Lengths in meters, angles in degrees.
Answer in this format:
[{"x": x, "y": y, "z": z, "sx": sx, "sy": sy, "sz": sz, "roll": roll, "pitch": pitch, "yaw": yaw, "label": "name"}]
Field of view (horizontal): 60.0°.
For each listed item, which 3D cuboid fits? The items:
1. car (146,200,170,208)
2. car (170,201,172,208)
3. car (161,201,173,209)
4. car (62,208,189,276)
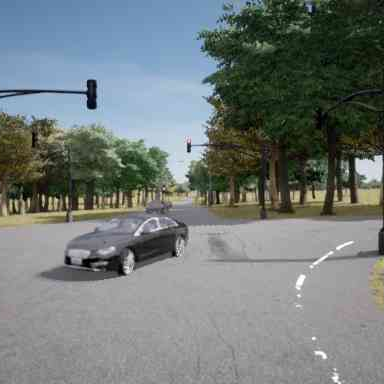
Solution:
[{"x": -4.172, "y": 1.733, "z": 39.448, "sx": 2.097, "sy": 1.767, "sz": 4.553, "roll": 0, "pitch": -1, "yaw": 0, "label": "car"}, {"x": -4.362, "y": 2.159, "z": 49.693, "sx": 1.895, "sy": 1.301, "sz": 4.718, "roll": 0, "pitch": -1, "yaw": -1, "label": "car"}, {"x": -4.617, "y": 2.349, "z": 62.090, "sx": 2.033, "sy": 1.411, "sz": 5.357, "roll": 0, "pitch": -1, "yaw": -1, "label": "car"}, {"x": -1.834, "y": 1.497, "z": 10.652, "sx": 2.128, "sy": 1.511, "sz": 4.902, "roll": 0, "pitch": 0, "yaw": 27, "label": "car"}]
